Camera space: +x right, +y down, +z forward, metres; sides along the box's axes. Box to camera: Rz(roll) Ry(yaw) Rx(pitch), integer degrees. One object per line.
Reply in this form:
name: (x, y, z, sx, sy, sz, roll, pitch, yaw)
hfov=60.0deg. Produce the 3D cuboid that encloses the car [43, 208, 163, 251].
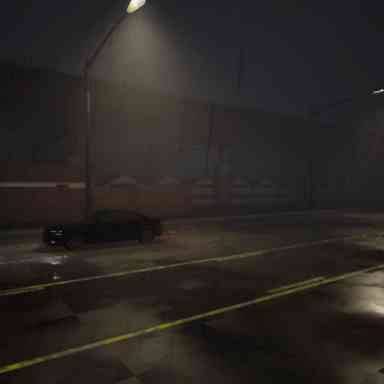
car: (-3.652, 1.468, 14.220, 5.008, 1.535, 1.882, 0, 0, -35)
